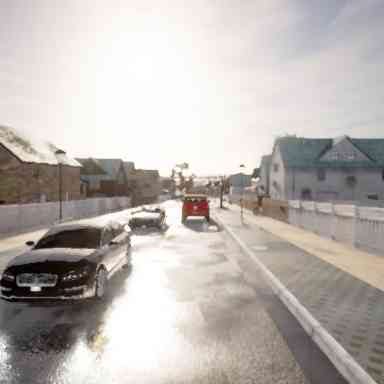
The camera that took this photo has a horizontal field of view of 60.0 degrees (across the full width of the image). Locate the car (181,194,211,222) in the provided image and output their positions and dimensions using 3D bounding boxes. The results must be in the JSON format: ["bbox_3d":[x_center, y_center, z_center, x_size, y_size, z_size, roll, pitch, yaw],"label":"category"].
[{"bbox_3d":[0.317,1.208,26.679,2.150,2.045,5.566,0,0,1],"label":"car"}]

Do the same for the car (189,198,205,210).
[{"bbox_3d":[0.717,1.567,43.101,1.994,1.385,4.181,0,0,2],"label":"car"}]

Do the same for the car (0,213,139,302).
[{"bbox_3d":[-2.762,1.491,8.380,1.837,1.490,4.892,0,0,1],"label":"car"}]

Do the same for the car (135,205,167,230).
[{"bbox_3d":[-2.616,1.529,21.069,2.033,1.411,5.357,0,0,1],"label":"car"}]
